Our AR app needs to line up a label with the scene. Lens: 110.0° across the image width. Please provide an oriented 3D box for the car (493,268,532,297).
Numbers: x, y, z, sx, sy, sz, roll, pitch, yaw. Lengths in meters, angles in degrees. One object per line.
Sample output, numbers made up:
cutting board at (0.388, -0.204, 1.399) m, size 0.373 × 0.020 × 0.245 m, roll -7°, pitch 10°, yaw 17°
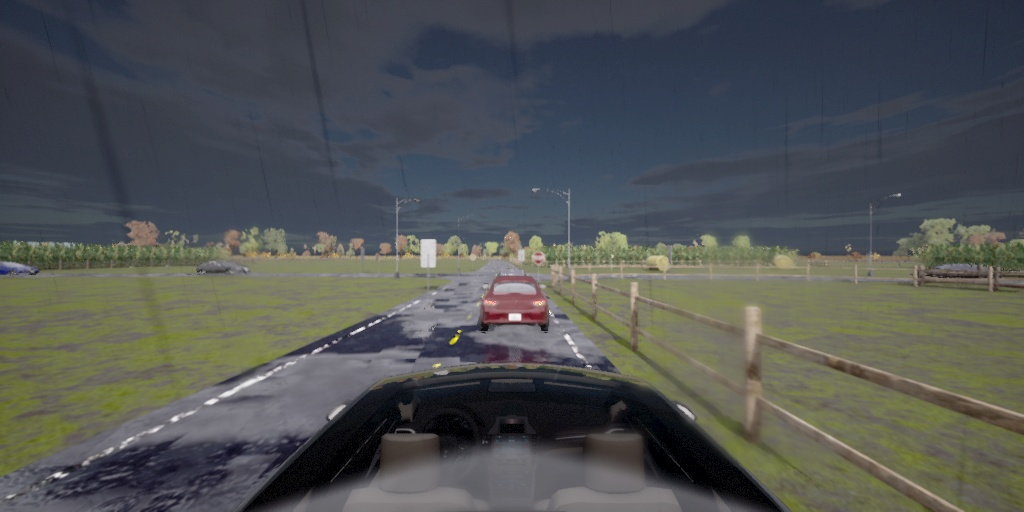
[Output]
car at (0.006, 1.383, 19.908) m, size 1.895 × 1.301 × 4.718 m, roll 0°, pitch 0°, yaw -1°

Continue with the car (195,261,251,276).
car at (-30.014, 1.294, 37.352) m, size 4.902 × 1.511 × 2.128 m, roll 0°, pitch 0°, yaw 0°

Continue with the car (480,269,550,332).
car at (0.069, 1.293, 10.807) m, size 1.812 × 1.442 × 4.674 m, roll 0°, pitch 0°, yaw 0°

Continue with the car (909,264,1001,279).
car at (38.640, 1.373, 31.355) m, size 5.357 × 1.411 × 2.033 m, roll 0°, pitch 0°, yaw 15°

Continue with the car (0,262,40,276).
car at (-51.587, 1.319, 36.665) m, size 4.674 × 1.442 × 1.812 m, roll 0°, pitch 0°, yaw -4°
